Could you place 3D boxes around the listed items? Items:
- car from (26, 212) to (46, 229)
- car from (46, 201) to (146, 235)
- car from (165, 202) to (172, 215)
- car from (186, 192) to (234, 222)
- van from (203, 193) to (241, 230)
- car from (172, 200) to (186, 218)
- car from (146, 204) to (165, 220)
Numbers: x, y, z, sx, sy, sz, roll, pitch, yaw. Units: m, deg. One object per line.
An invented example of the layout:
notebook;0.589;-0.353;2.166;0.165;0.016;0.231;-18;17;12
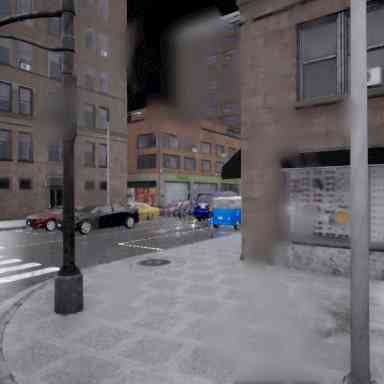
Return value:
car;-7.538;1.440;19.894;1.887;1.381;4.507;0;1;36
car;-5.140;1.358;18.529;1.882;1.535;5.008;0;0;35
car;-1.078;1.372;28.781;1.802;1.307;4.206;0;1;36
car;2.268;1.010;23.213;2.150;2.045;5.566;0;0;36
van;2.608;1.145;19.338;1.690;1.788;3.998;0;1;36
car;0.756;1.310;26.623;1.812;1.442;4.674;0;0;36
car;-4.408;1.370;24.199;1.752;1.417;4.829;0;1;36
